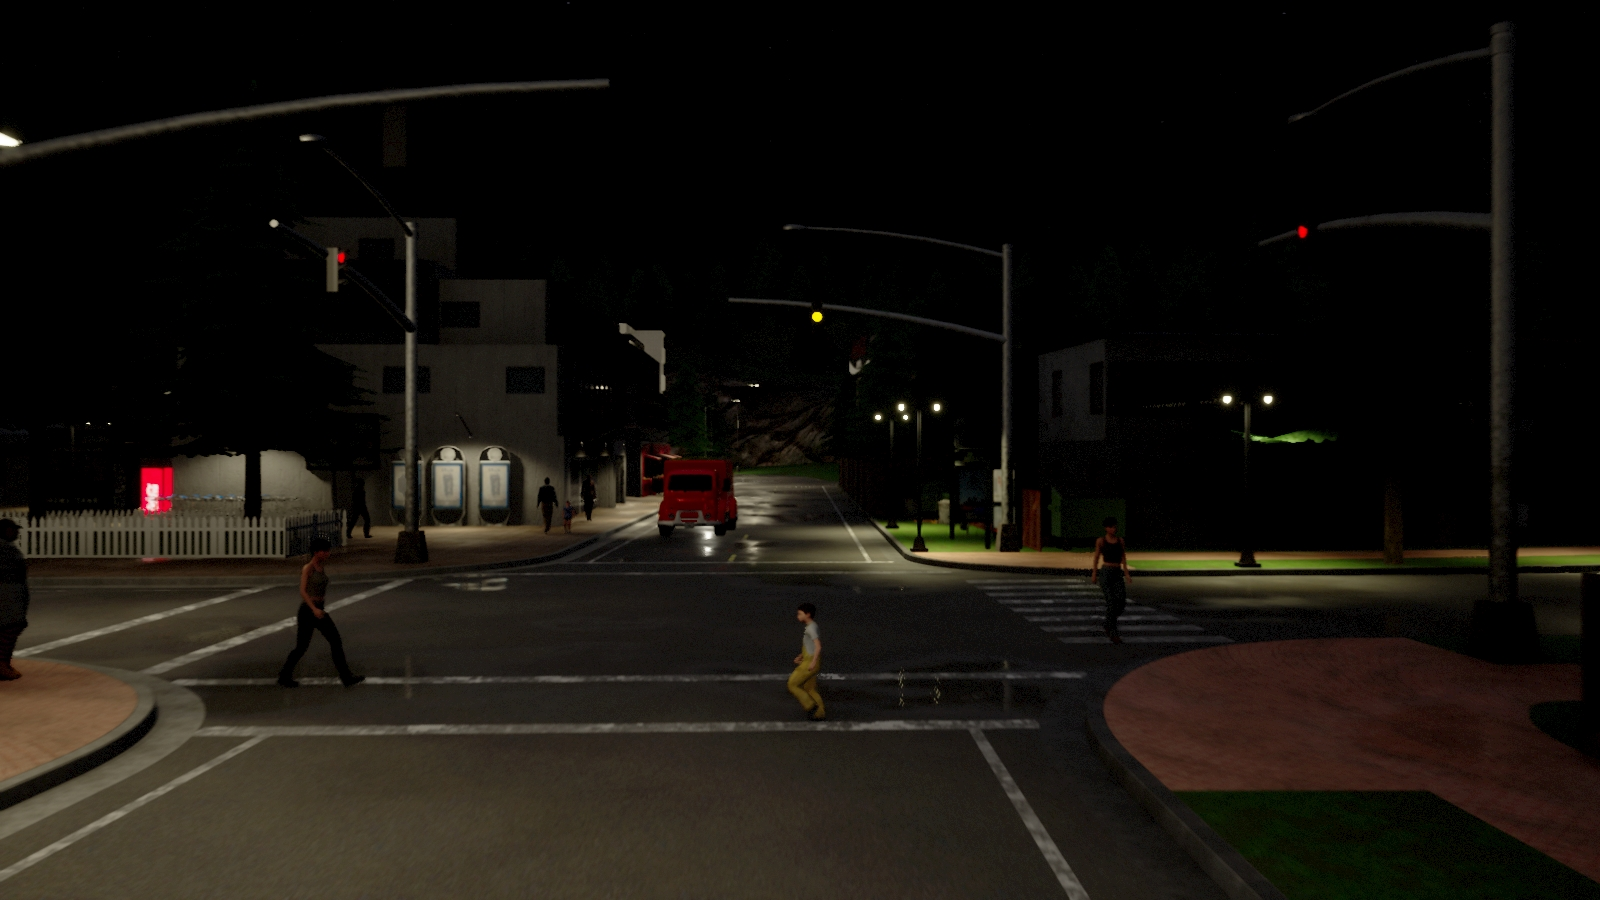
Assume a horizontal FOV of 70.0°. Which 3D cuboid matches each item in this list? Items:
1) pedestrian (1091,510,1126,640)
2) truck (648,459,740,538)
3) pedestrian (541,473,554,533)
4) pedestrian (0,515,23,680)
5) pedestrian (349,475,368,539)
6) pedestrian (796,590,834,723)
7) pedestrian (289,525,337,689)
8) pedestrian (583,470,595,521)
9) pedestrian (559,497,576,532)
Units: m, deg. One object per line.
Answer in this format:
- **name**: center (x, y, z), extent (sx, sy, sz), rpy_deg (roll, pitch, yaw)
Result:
- **pedestrian**: center (4.506, 1.815, 16.696), extent (0.375, 1.860, 0.375), rpy_deg (0, 0, -11)
- **truck**: center (-3.498, 1.547, 38.819), extent (2.627, 2.467, 5.204), rpy_deg (0, 0, 0)
- **pedestrian**: center (-7.989, 1.675, 36.197), extent (0.375, 1.860, 0.375), rpy_deg (0, 0, -9)
- **pedestrian**: center (-9.282, 1.690, 13.193), extent (0.375, 1.860, 0.375), rpy_deg (0, 0, -2)
- **pedestrian**: center (-13.001, 1.661, 33.655), extent (0.375, 1.860, 0.375), rpy_deg (0, 0, 23)
- **pedestrian**: center (0.158, 2.108, 11.747), extent (0.375, 1.300, 0.375), rpy_deg (0, 0, 3)
- **pedestrian**: center (-5.727, 1.832, 13.442), extent (0.375, 1.860, 0.375), rpy_deg (0, 0, 9)
- **pedestrian**: center (-7.776, 1.675, 42.139), extent (0.375, 1.860, 0.375), rpy_deg (0, 0, -17)
- **pedestrian**: center (-7.393, 2.055, 36.391), extent (0.500, 1.100, 0.500), rpy_deg (0, 0, -7)
